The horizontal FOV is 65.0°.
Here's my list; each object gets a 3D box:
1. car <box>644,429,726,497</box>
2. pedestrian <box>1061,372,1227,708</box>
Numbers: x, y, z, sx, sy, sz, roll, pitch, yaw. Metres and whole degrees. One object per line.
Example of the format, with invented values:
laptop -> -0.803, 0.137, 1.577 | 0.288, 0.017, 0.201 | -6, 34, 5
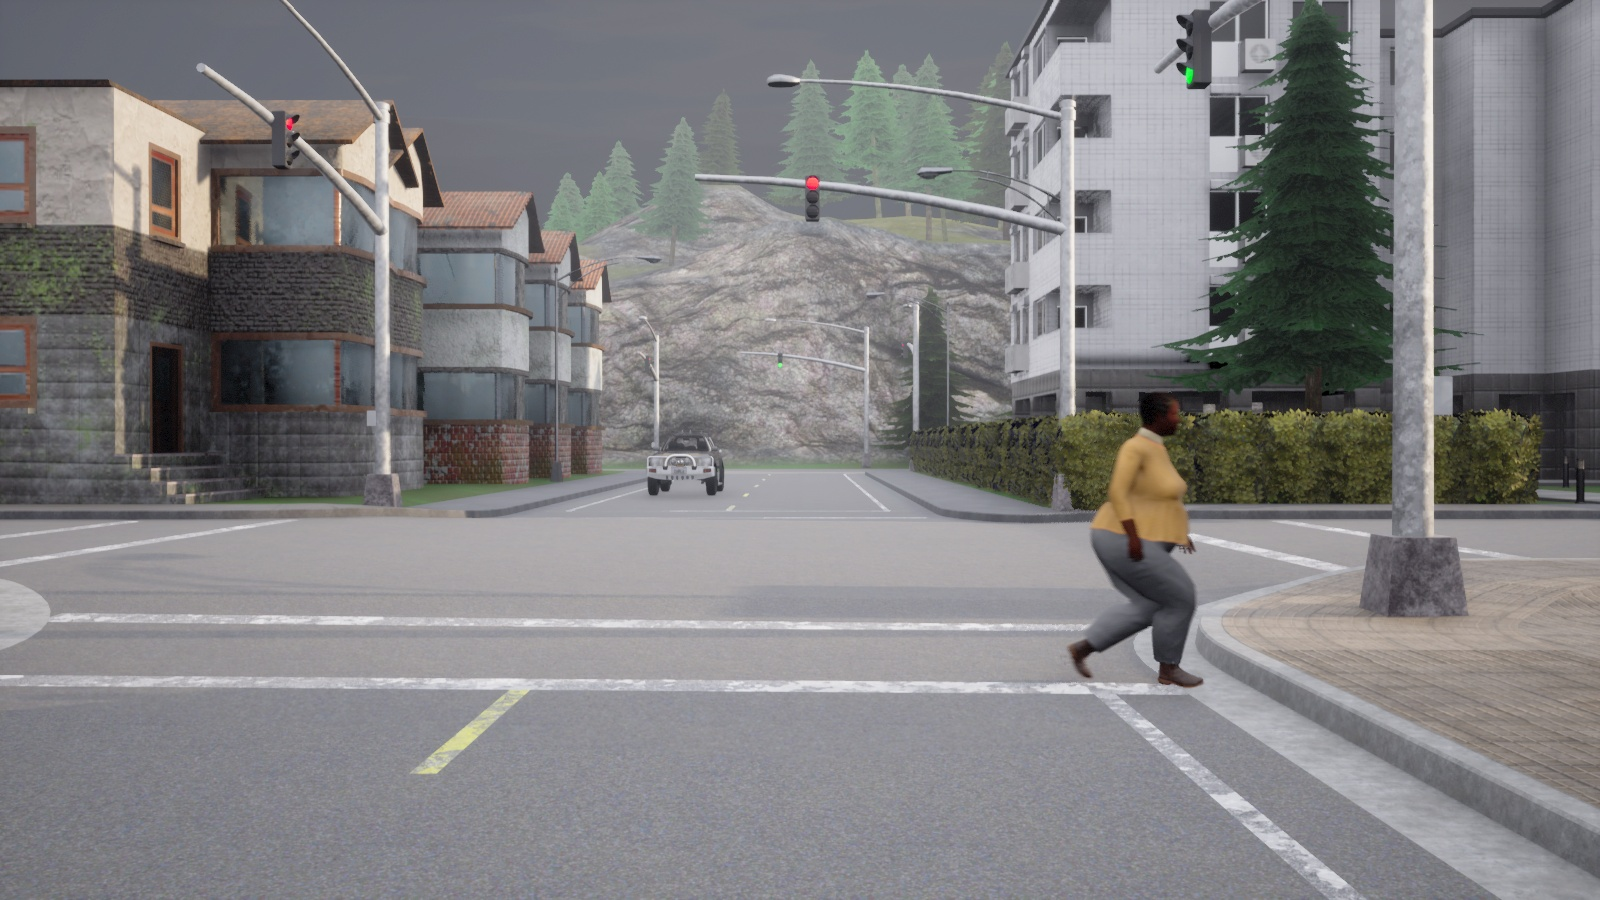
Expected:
car -> -3.289, 0.352, 36.748 | 1.932, 1.855, 4.605 | 0, 0, 0
pedestrian -> 2.067, 0.493, 7.490 | 0.900, 1.855, 0.874 | 0, 0, 18
